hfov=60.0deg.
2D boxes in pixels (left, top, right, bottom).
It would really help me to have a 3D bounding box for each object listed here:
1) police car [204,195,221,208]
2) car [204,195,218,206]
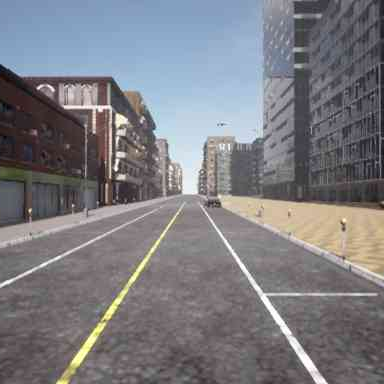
[{"bbox_3d":[3.134,1.419,48.467,1.930,1.638,5.238,0,0,0],"label":"police car"},{"bbox_3d":[3.113,1.351,55.328,2.097,1.767,4.553,0,0,0],"label":"car"}]
